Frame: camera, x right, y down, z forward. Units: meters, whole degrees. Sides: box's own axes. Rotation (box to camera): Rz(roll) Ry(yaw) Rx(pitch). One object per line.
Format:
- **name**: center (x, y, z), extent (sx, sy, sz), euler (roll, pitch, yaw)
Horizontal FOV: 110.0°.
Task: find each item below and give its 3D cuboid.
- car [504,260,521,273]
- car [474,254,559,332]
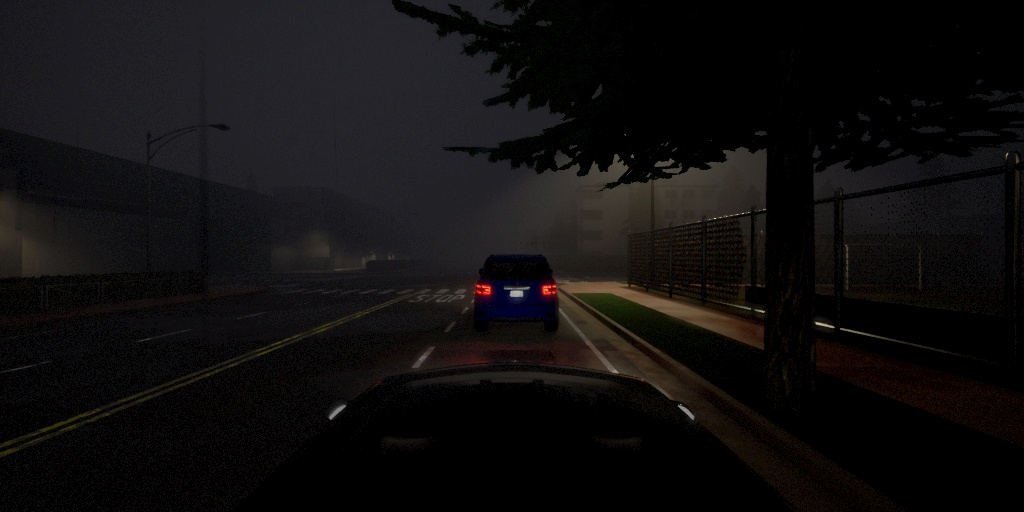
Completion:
- **car**: center (0.046, 1.241, 45.462), extent (2.128, 1.511, 4.902), euler (0, 0, 0)
- **car**: center (0.119, 0.972, 11.021), extent (2.150, 2.045, 5.566), euler (0, 0, 0)
